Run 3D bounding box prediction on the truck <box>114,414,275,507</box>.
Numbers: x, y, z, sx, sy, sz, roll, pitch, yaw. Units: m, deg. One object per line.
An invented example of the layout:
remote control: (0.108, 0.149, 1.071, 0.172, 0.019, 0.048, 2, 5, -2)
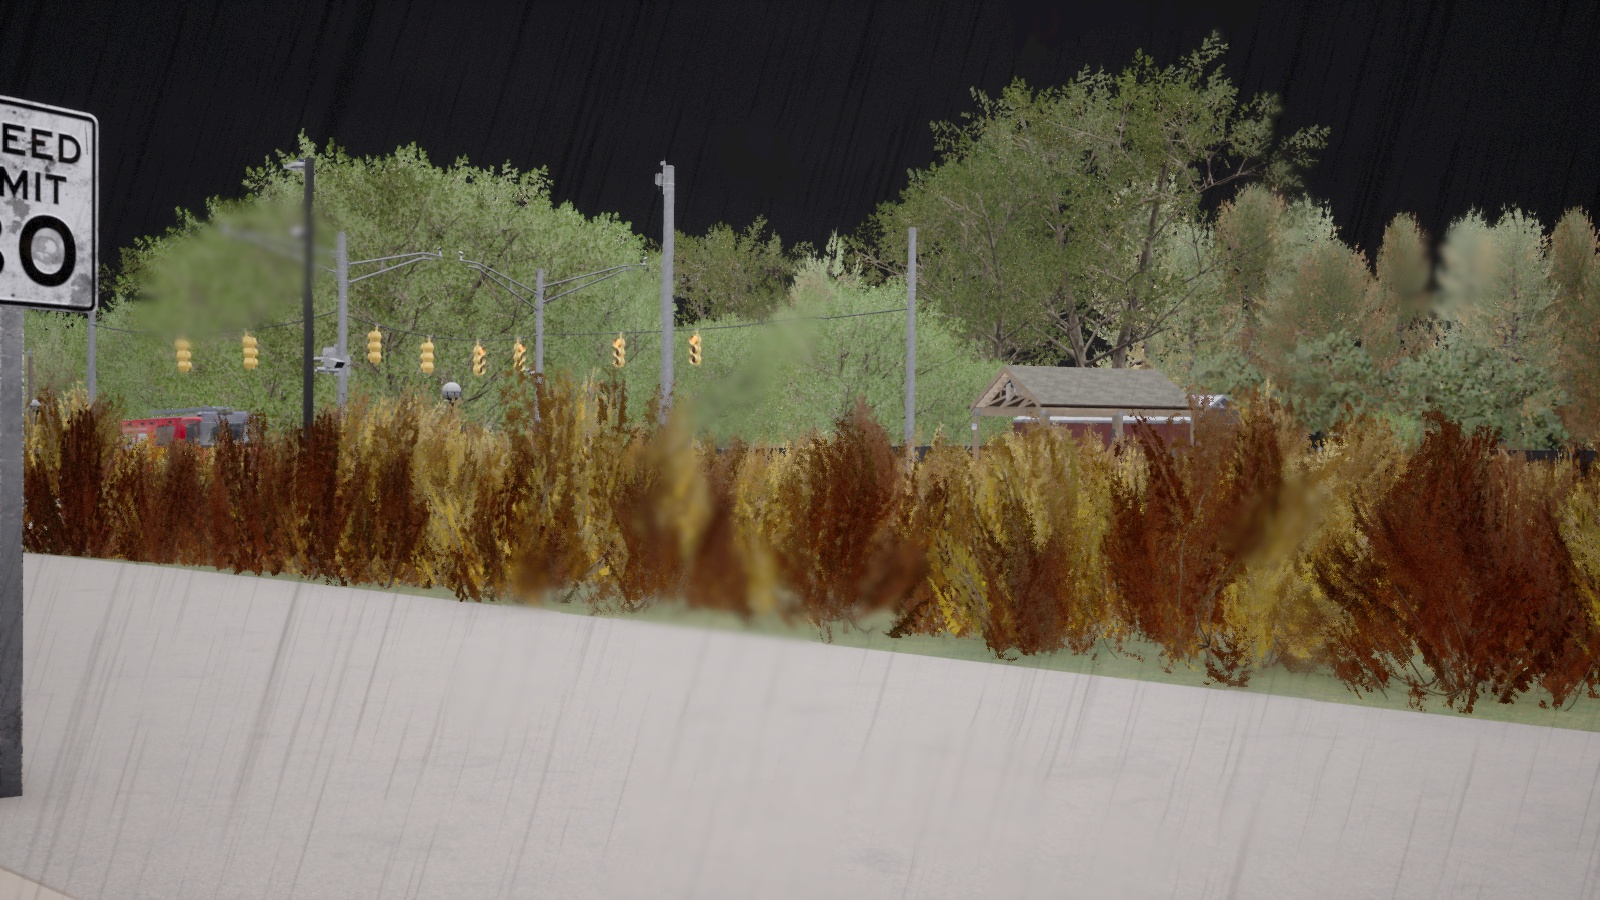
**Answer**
truck: (-26.969, 0.525, 55.727, 8.468, 3.827, 2.891, -2, 0, 39)
